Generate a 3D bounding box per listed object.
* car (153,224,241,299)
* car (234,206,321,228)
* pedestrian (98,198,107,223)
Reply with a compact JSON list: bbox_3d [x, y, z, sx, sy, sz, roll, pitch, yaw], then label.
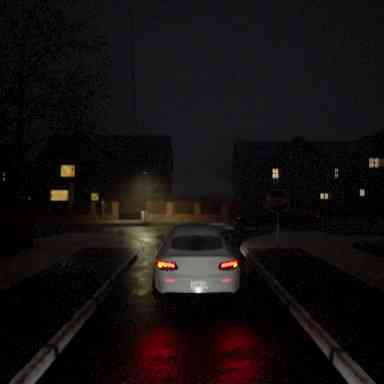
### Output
[{"bbox_3d":[0.072,1.523,8.348,1.812,1.442,4.674,0,0,-1],"label":"car"},{"bbox_3d":[5.482,1.569,21.638,5.357,1.411,2.033,0,-1,1],"label":"car"},{"bbox_3d":[-6.719,1.348,24.713,0.375,1.860,0.375,0,-1,1],"label":"pedestrian"}]
